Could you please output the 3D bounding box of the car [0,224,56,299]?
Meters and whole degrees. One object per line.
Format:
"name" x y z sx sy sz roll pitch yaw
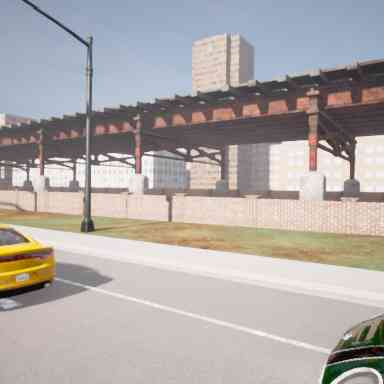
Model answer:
"car" -5.218 1.451 7.721 5.008 1.535 1.882 0 0 36

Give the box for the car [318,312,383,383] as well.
"car" 3.065 1.353 1.805 4.553 1.767 2.097 0 0 36
